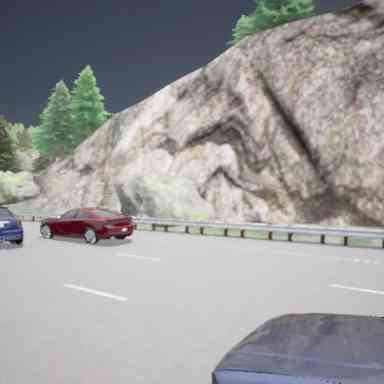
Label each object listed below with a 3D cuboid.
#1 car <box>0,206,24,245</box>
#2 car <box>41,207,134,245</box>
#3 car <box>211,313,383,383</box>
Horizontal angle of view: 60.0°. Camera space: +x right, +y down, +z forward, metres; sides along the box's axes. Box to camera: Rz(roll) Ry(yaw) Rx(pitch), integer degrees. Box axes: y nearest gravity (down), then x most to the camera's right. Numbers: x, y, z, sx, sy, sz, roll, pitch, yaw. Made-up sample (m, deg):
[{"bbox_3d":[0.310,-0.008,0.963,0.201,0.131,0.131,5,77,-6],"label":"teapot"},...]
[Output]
[{"bbox_3d":[-9.181,1.333,13.984,4.553,1.767,2.097,0,0,32],"label":"car"},{"bbox_3d":[-4.962,1.451,15.475,5.008,1.535,1.882,0,0,32],"label":"car"},{"bbox_3d":[2.691,1.540,2.014,5.357,1.411,2.033,0,0,36],"label":"car"}]
